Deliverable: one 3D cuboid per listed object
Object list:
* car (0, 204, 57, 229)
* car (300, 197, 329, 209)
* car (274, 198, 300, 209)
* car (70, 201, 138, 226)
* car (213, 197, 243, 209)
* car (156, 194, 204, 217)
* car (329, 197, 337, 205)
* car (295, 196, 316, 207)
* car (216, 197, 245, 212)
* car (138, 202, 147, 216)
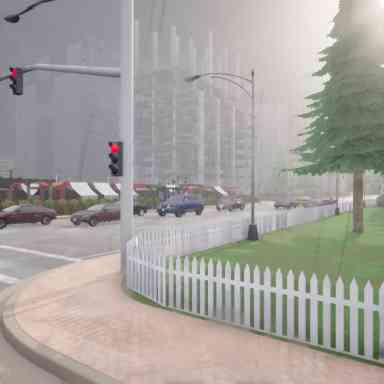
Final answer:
[{"bbox_3d":[-11.386,1.526,22.140,1.812,1.442,4.674,0,0,36],"label":"car"},{"bbox_3d":[16.233,1.564,44.018,1.994,1.385,4.181,0,0,34],"label":"car"},{"bbox_3d":[12.782,1.547,45.155,2.033,1.411,5.357,0,0,34],"label":"car"},{"bbox_3d":[-6.271,1.526,23.431,1.812,1.442,4.674,0,0,34],"label":"car"},{"bbox_3d":[5.181,1.492,46.672,2.128,1.511,4.902,0,0,34],"label":"car"},{"bbox_3d":[-0.964,1.221,31.352,2.150,2.045,5.566,0,0,34],"label":"car"},{"bbox_3d":[21.100,1.526,51.245,1.812,1.442,4.674,0,0,34],"label":"car"},{"bbox_3d":[18.269,1.478,53.306,1.882,1.535,5.008,0,0,34],"label":"car"},{"bbox_3d":[4.669,1.492,39.694,2.128,1.511,4.902,0,0,34],"label":"car"},{"bbox_3d":[-6.169,1.478,29.887,1.882,1.535,5.008,0,0,34],"label":"car"}]
